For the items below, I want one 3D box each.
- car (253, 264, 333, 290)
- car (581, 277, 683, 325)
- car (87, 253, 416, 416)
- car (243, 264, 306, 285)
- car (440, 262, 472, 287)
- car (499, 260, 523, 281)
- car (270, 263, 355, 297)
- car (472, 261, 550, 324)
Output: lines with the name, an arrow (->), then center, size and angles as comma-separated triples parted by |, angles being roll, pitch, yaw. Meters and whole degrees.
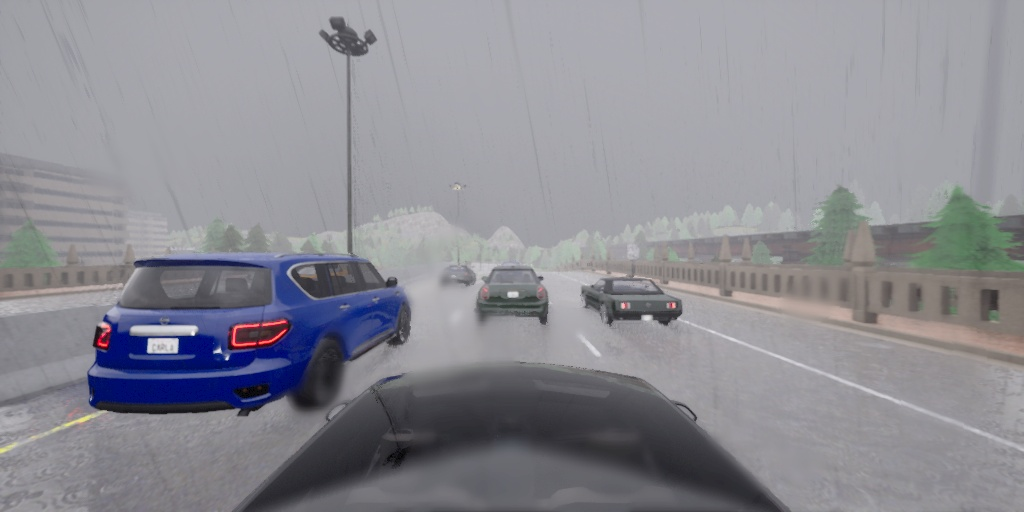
car -> -14.241, 1.295, 23.783 | 2.033, 1.411, 5.357 | 0, 0, 0
car -> 3.536, 1.328, 11.622 | 1.895, 1.301, 4.718 | 0, 0, 0
car -> -3.441, 0.972, 6.213 | 2.150, 2.045, 5.566 | 0, 0, 0
car -> -17.761, 1.314, 27.084 | 1.994, 1.385, 4.181 | 0, 0, 0
car -> -3.545, 1.287, 24.225 | 1.994, 1.385, 4.181 | 0, 0, 0
car -> -0.086, 1.183, 30.351 | 1.882, 1.535, 5.008 | 0, 0, 0
car -> -10.713, 1.223, 19.776 | 1.882, 1.535, 5.008 | 0, 0, 0
car -> 0.024, 1.086, 12.115 | 2.097, 1.767, 4.553 | 0, 0, 0
